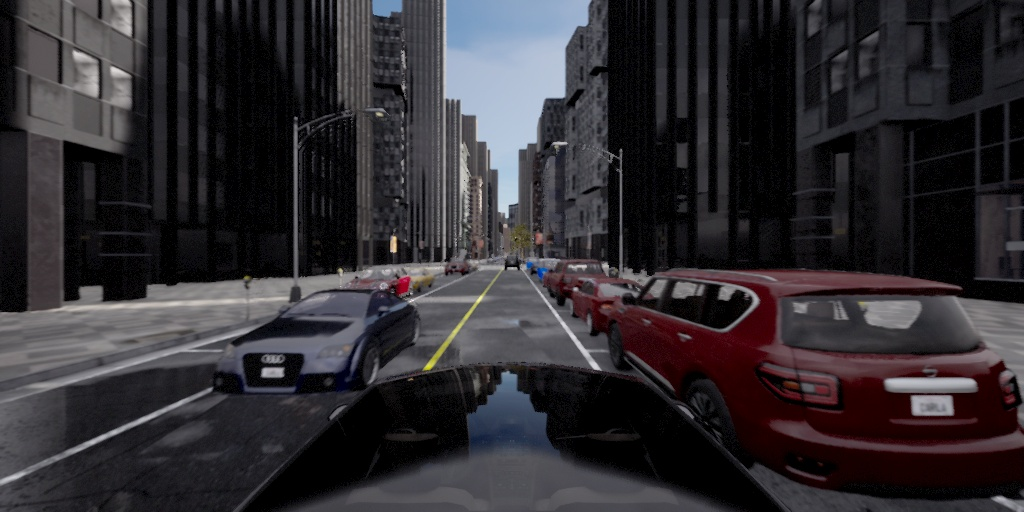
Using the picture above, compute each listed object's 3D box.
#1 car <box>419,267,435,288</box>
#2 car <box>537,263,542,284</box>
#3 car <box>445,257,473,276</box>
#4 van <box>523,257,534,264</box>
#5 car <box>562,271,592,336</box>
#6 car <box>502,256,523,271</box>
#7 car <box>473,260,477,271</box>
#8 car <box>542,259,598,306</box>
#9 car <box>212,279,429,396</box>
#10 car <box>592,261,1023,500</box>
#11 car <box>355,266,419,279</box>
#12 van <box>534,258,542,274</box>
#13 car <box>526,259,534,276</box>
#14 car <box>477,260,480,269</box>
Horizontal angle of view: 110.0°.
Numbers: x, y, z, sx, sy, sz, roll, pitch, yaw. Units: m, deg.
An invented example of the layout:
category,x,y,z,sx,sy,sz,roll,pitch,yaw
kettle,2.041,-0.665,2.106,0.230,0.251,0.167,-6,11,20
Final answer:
category,x,y,z,sx,sy,sz,roll,pitch,yaw
car,-5.747,1.276,21.114,1.751,1.417,4.829,0,0,0
car,2.778,1.295,21.282,1.888,1.381,4.507,0,0,0
car,-5.733,1.067,37.824,2.192,1.841,5.009,0,0,0
van,2.802,1.094,48.845,1.690,1.789,3.998,0,0,0
car,2.769,1.295,10.257,1.888,1.381,4.507,0,0,0
car,0.045,0.977,50.521,2.150,2.045,5.566,0,0,0
car,-5.728,1.303,43.337,2.007,1.370,4.403,0,0,0
car,2.774,1.065,15.769,2.192,1.841,5.009,0,0,0
car,-3.085,1.313,6.625,1.994,1.385,4.181,0,0,0
car,2.764,1.065,4.744,2.192,1.841,5.009,0,0,0
car,-5.751,1.190,15.771,1.967,1.591,4.097,0,0,0
van,2.783,1.092,26.795,1.690,1.789,3.998,0,0,0
car,2.792,1.318,37.820,1.948,1.339,4.313,0,0,0
car,-5.724,1.279,48.680,1.751,1.417,4.829,0,0,0
